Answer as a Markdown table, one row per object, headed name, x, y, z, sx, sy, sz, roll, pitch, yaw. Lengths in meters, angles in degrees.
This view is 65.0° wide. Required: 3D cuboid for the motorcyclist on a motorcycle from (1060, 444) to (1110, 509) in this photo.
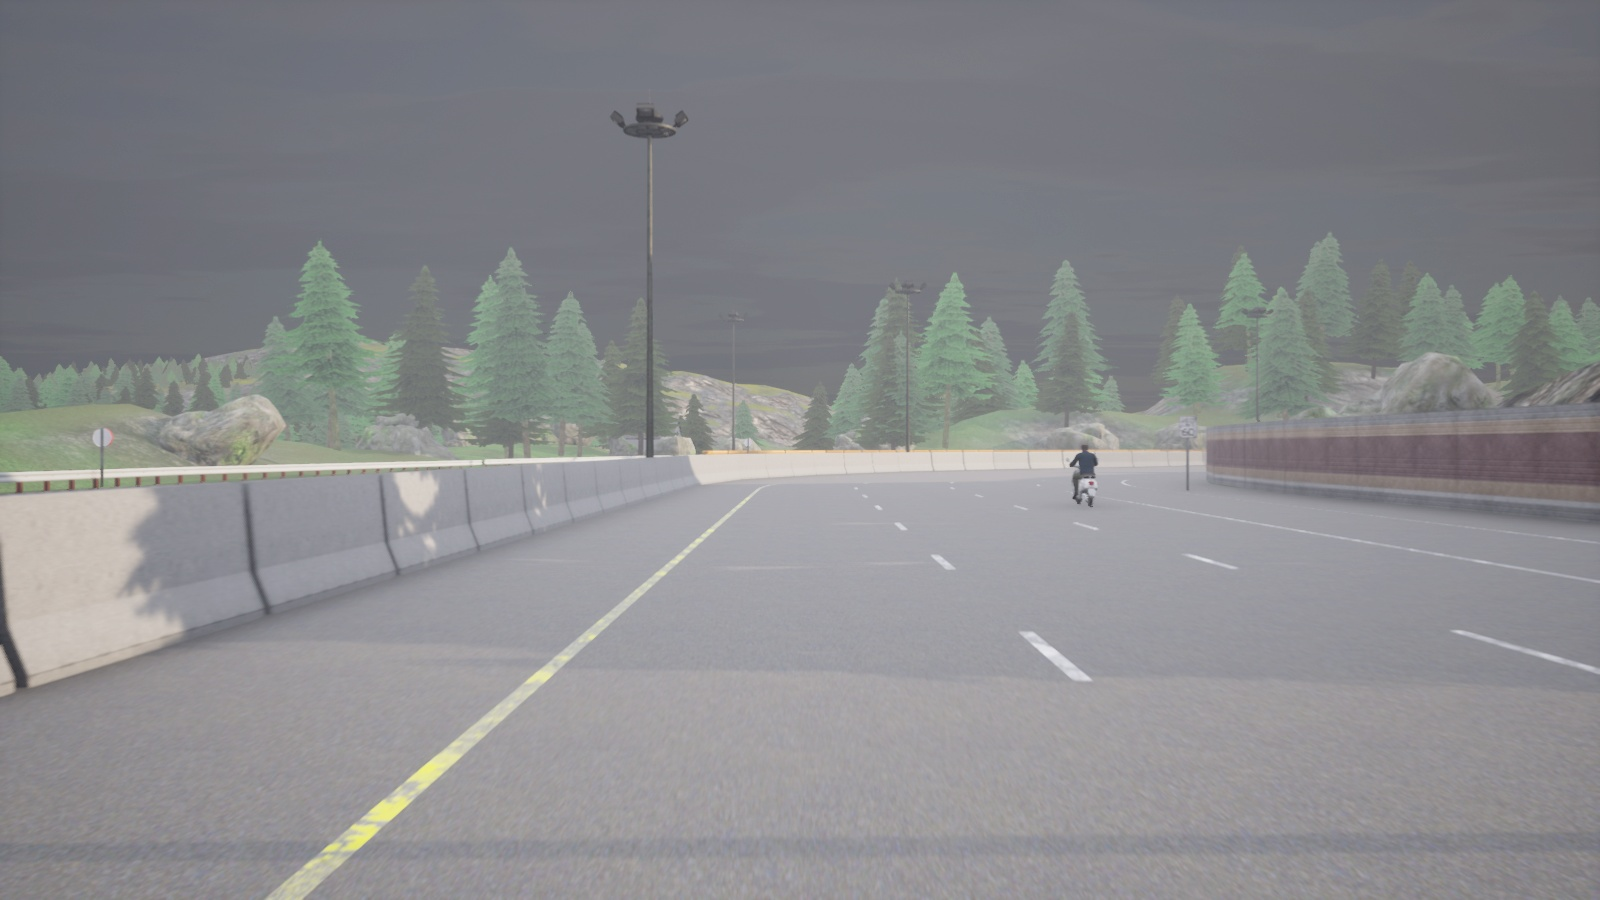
| name | x | y | z | sx | sy | sz | roll | pitch | yaw |
| --- | --- | --- | --- | --- | --- | --- | --- | --- | --- |
| motorcyclist on a motorcycle | 7.194 | 0.641 | 31.793 | 0.866 | 1.590 | 1.817 | 0 | 0 | 0 |
